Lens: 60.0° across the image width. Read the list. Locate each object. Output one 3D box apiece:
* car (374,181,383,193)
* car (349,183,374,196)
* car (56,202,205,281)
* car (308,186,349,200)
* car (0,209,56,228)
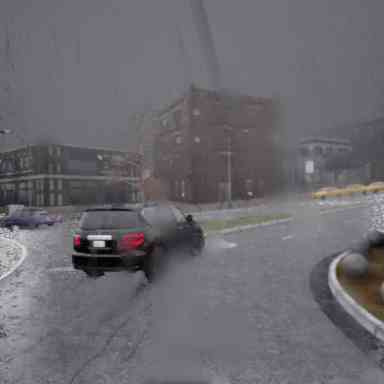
[{"bbox_3d":[26.476,-0.714,47.717,5.366,1.575,1.946,-5,1,-30],"label":"car"},{"bbox_3d":[21.730,-0.305,44.918,5.366,1.575,1.946,-5,1,-30],"label":"car"},{"bbox_3d":[-1.351,1.346,10.536,2.150,2.045,5.566,-2,-1,19],"label":"car"},{"bbox_3d":[16.981,0.107,42.128,5.366,1.575,1.946,-5,1,-30],"label":"car"},{"bbox_3d":[-12.836,2.055,26.186,5.357,1.411,2.033,-2,-1,22],"label":"car"}]
